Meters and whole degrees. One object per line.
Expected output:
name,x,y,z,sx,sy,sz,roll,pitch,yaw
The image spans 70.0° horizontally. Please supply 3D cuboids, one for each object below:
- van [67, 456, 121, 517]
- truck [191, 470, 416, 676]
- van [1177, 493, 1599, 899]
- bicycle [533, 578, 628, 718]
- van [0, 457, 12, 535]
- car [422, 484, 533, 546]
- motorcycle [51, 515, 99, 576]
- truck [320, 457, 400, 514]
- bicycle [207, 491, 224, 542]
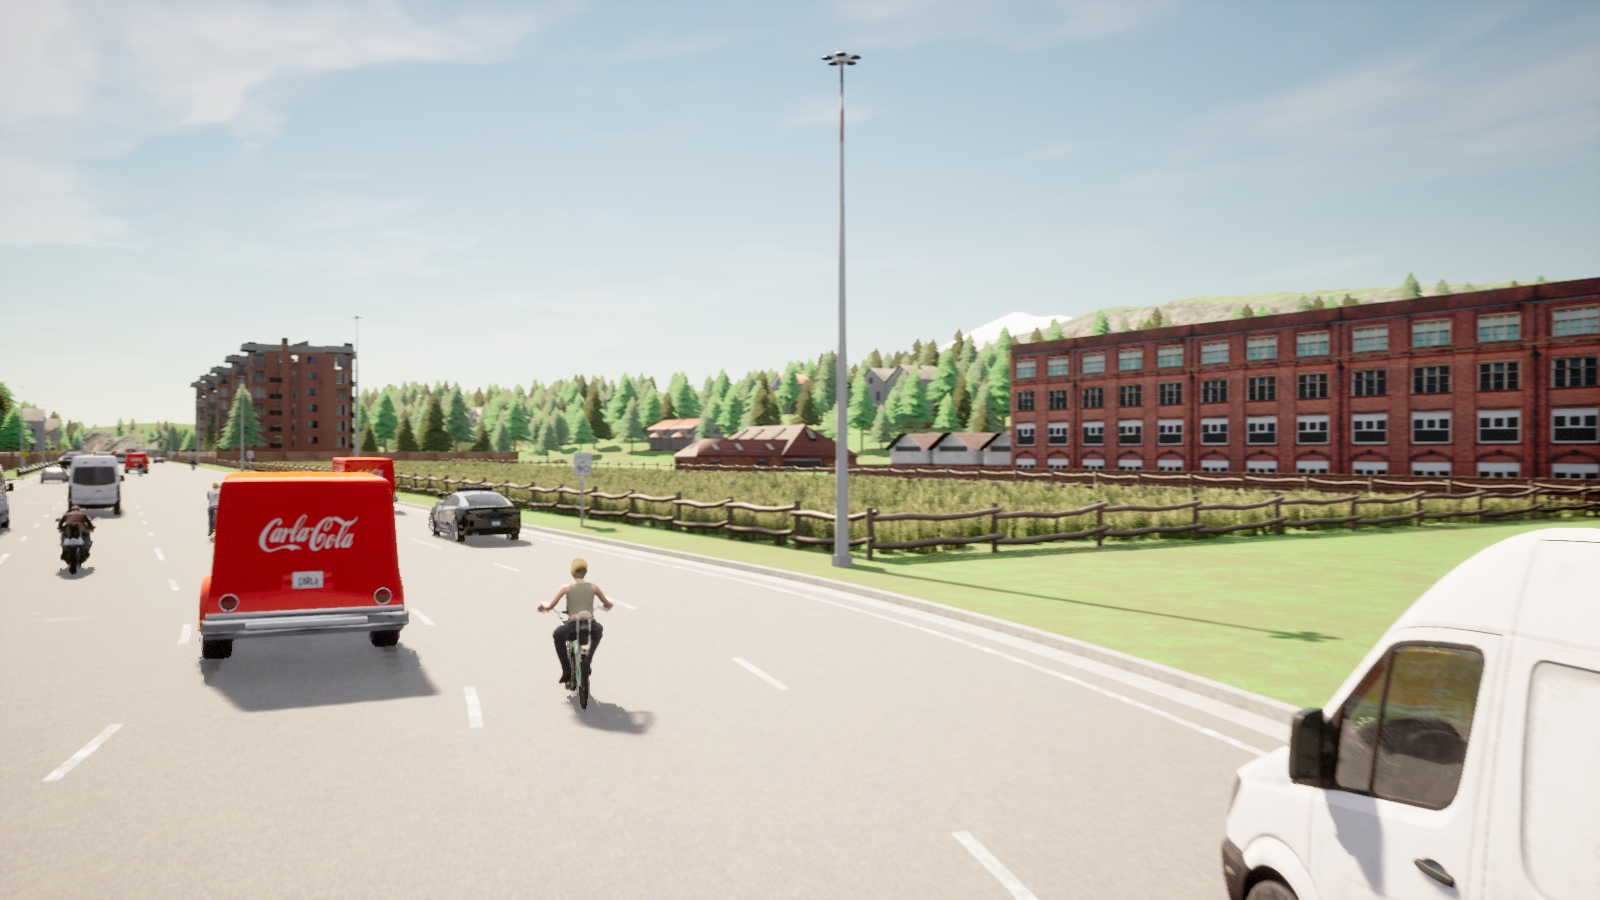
van,-31.870,1.551,51.674,1.988,2.561,5.915,0,0,-31
truck,-7.441,1.571,17.020,2.627,2.467,5.204,0,0,-25
van,3.429,1.533,3.646,1.988,2.561,5.915,1,0,-6
bicycle,-2.479,2.159,12.776,0.859,1.276,1.487,0,0,-18
van,-28.462,1.549,39.191,1.988,2.561,5.915,0,0,-31
car,-10.289,1.989,36.153,2.097,1.638,5.238,0,0,-31
motorcycle,-17.026,2.214,26.872,0.867,1.251,2.209,0,0,-30
truck,-20.550,1.582,53.249,2.627,2.467,5.204,0,0,-31
bicycle,-18.293,2.066,35.725,0.373,1.496,1.643,0,0,-30
